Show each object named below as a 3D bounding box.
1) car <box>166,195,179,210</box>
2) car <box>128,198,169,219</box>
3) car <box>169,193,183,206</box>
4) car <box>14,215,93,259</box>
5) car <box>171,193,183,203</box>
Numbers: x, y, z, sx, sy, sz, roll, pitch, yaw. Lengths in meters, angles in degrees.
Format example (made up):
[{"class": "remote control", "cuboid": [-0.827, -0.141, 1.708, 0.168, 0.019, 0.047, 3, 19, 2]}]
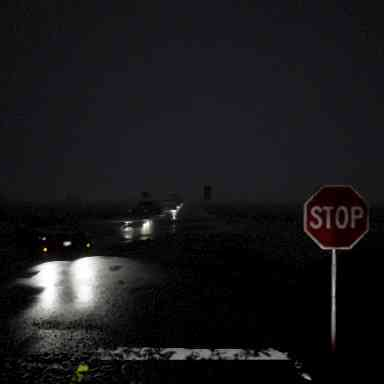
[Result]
[{"class": "car", "cuboid": [-3.011, 1.536, 43.796, 1.812, 1.442, 4.674, 0, 0, 0]}, {"class": "car", "cuboid": [-4.000, 1.477, 29.743, 1.882, 1.535, 5.008, 0, 0, 14]}, {"class": "car", "cuboid": [-3.024, 1.233, 55.817, 2.150, 2.045, 5.566, 0, 1, 0]}, {"class": "car", "cuboid": [-5.416, 1.574, 12.776, 1.994, 1.385, 4.181, 0, -1, -38]}, {"class": "car", "cuboid": [-3.057, 1.254, 69.281, 2.150, 2.045, 5.566, 0, 0, 0]}]
